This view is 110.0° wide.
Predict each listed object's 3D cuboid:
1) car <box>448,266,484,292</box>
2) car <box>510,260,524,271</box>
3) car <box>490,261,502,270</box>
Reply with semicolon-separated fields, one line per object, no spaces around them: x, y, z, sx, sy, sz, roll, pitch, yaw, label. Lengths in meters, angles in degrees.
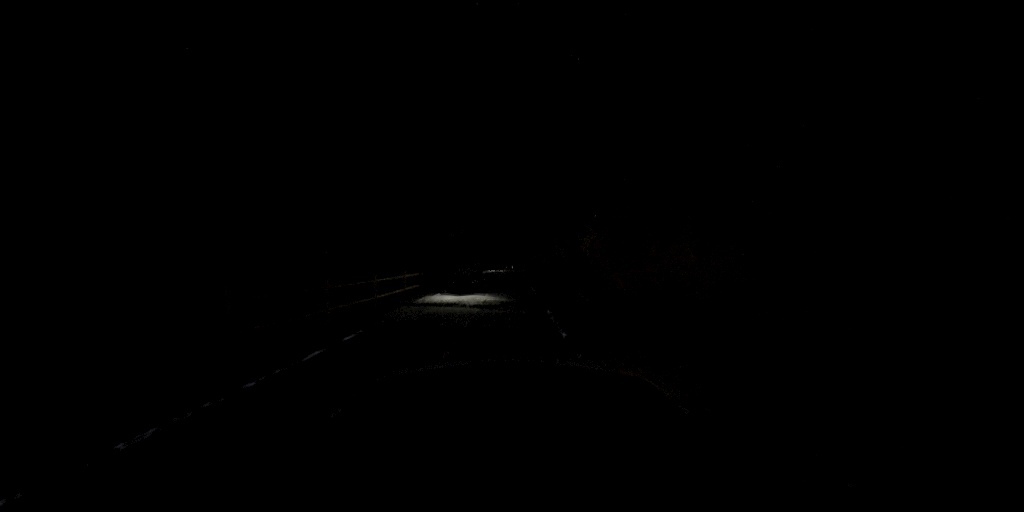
-2.856;1.412;23.067;1.882;1.535;5.008;0;0;0;car
0.938;1.716;59.745;1.837;1.490;4.892;0;0;0;car
-2.793;1.729;63.806;1.837;1.490;4.892;0;0;0;car
